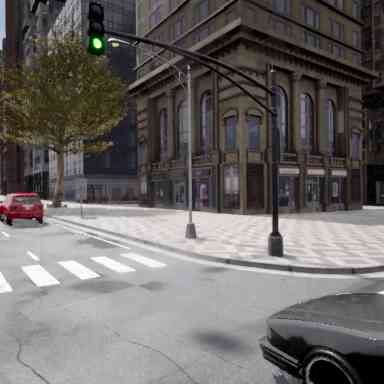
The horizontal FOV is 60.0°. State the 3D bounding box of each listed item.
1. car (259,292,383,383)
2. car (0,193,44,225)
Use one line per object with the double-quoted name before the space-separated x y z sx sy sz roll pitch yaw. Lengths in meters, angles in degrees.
"car" 3.015 1.524 2.378 2.033 1.411 5.357 -1 1 -36
"car" -12.010 1.133 23.352 2.150 2.045 5.566 -1 1 -36
